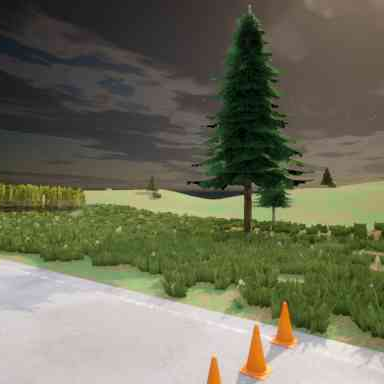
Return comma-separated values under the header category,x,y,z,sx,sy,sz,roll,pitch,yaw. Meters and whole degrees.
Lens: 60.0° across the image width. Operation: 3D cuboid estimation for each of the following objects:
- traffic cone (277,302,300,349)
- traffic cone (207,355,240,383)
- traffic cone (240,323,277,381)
category,x,y,z,sx,sy,sz,roll,pitch,yaw
traffic cone,1.395,1.955,4.995,0.340,0.580,0.340,0,0,36
traffic cone,0.226,1.955,3.372,0.340,0.580,0.340,0,0,36
traffic cone,0.810,1.955,4.184,0.340,0.580,0.340,0,0,36
